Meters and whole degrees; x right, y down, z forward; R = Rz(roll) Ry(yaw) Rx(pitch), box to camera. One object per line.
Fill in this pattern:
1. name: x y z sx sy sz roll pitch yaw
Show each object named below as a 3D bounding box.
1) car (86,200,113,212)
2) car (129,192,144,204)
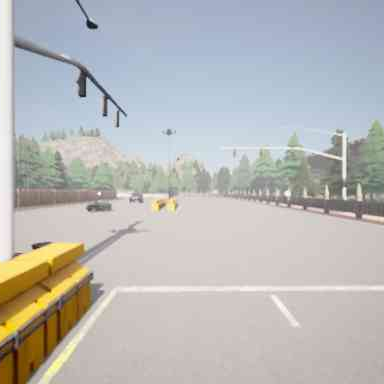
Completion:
1. car: -10.495 1.579 37.843 1.895 1.301 4.718 0 0 0
2. car: -10.492 1.052 63.556 2.150 2.045 5.566 0 0 0
